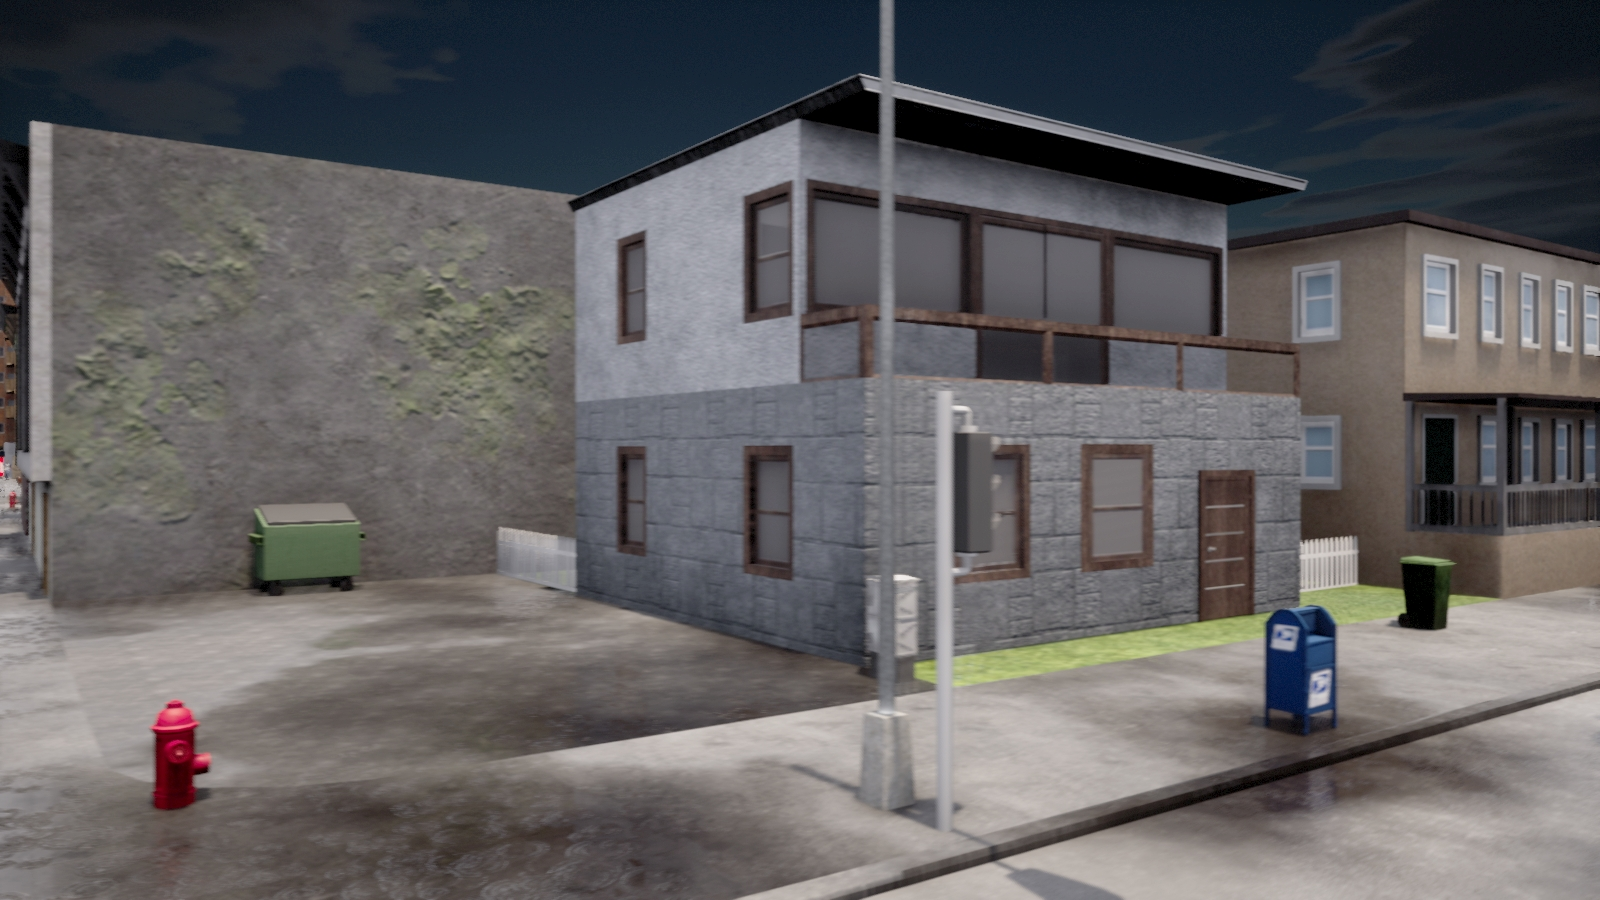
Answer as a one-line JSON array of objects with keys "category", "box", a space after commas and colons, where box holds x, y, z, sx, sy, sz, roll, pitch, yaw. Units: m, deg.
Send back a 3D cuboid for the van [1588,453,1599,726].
[{"category": "van", "box": [10.444, 1.314, 11.696, 5.915, 2.561, 1.988, 0, 0, -35]}]
